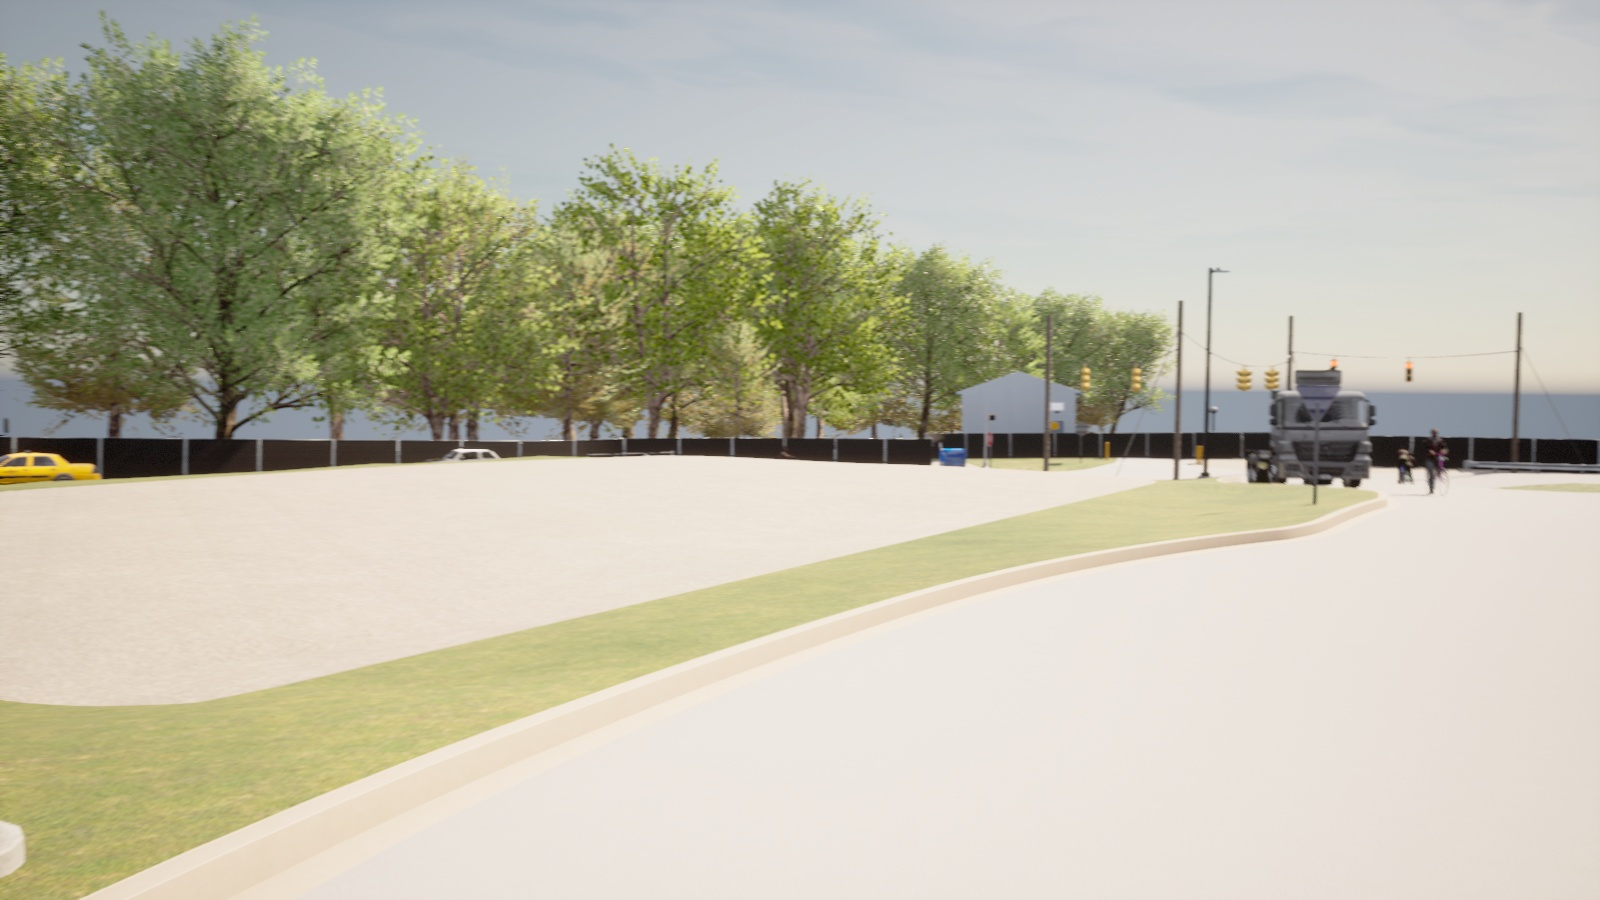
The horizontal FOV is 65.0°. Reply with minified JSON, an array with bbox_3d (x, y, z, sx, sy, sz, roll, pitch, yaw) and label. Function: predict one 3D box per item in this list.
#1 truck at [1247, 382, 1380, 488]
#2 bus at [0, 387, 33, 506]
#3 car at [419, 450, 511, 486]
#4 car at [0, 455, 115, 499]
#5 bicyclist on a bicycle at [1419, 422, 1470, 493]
[{"bbox_3d":[18.244,-0.508,45.158,2.891,3.462,7.936,0,0,11],"label":"truck"},{"bbox_3d":[-31.853,-0.104,41.971,3.944,4.253,10.273,2,2,23],"label":"bus"},{"bbox_3d":[-15.936,0.833,59.810,3.806,1.475,1.970,-1,3,-35],"label":"car"},{"bbox_3d":[-29.974,1.031,49.024,5.366,1.575,1.801,-1,3,-44],"label":"car"},{"bbox_3d":[16.609,0.206,32.421,0.659,1.776,1.843,0,-1,10],"label":"bicyclist on a bicycle"}]
